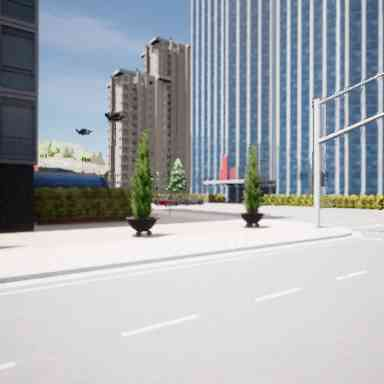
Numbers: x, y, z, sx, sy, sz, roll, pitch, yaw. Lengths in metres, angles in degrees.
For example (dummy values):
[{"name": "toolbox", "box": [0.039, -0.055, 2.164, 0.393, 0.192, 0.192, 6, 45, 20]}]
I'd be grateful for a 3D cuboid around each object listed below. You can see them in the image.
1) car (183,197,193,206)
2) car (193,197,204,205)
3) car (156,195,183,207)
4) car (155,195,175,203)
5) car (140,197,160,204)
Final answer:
[{"name": "car", "box": [-2.365, 1.657, 59.377, 1.837, 1.490, 4.892, 0, 0, -35]}, {"name": "car", "box": [0.015, 1.716, 62.067, 2.033, 1.411, 5.357, 0, 0, -35]}, {"name": "car", "box": [-4.107, 1.613, 55.622, 1.882, 1.535, 5.008, 0, -1, -35]}, {"name": "car", "box": [-5.744, 1.433, 69.931, 2.097, 1.767, 4.553, 0, 0, -36]}, {"name": "car", "box": [-8.617, 1.749, 67.928, 1.895, 1.301, 4.718, 0, 0, -36]}]
